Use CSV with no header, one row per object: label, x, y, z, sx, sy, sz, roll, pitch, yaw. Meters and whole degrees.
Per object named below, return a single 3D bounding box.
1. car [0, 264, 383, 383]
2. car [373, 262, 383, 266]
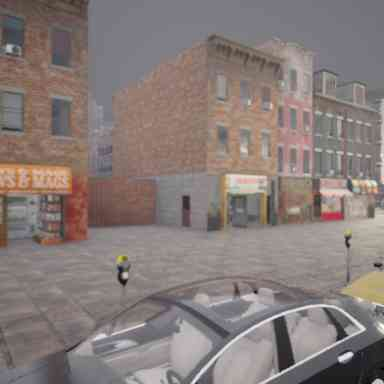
car,0.154,1.562,2.921,4.403,1.369,2.008,0,0,-35
car,4.457,1.571,5.984,4.829,1.417,1.752,0,0,-35
